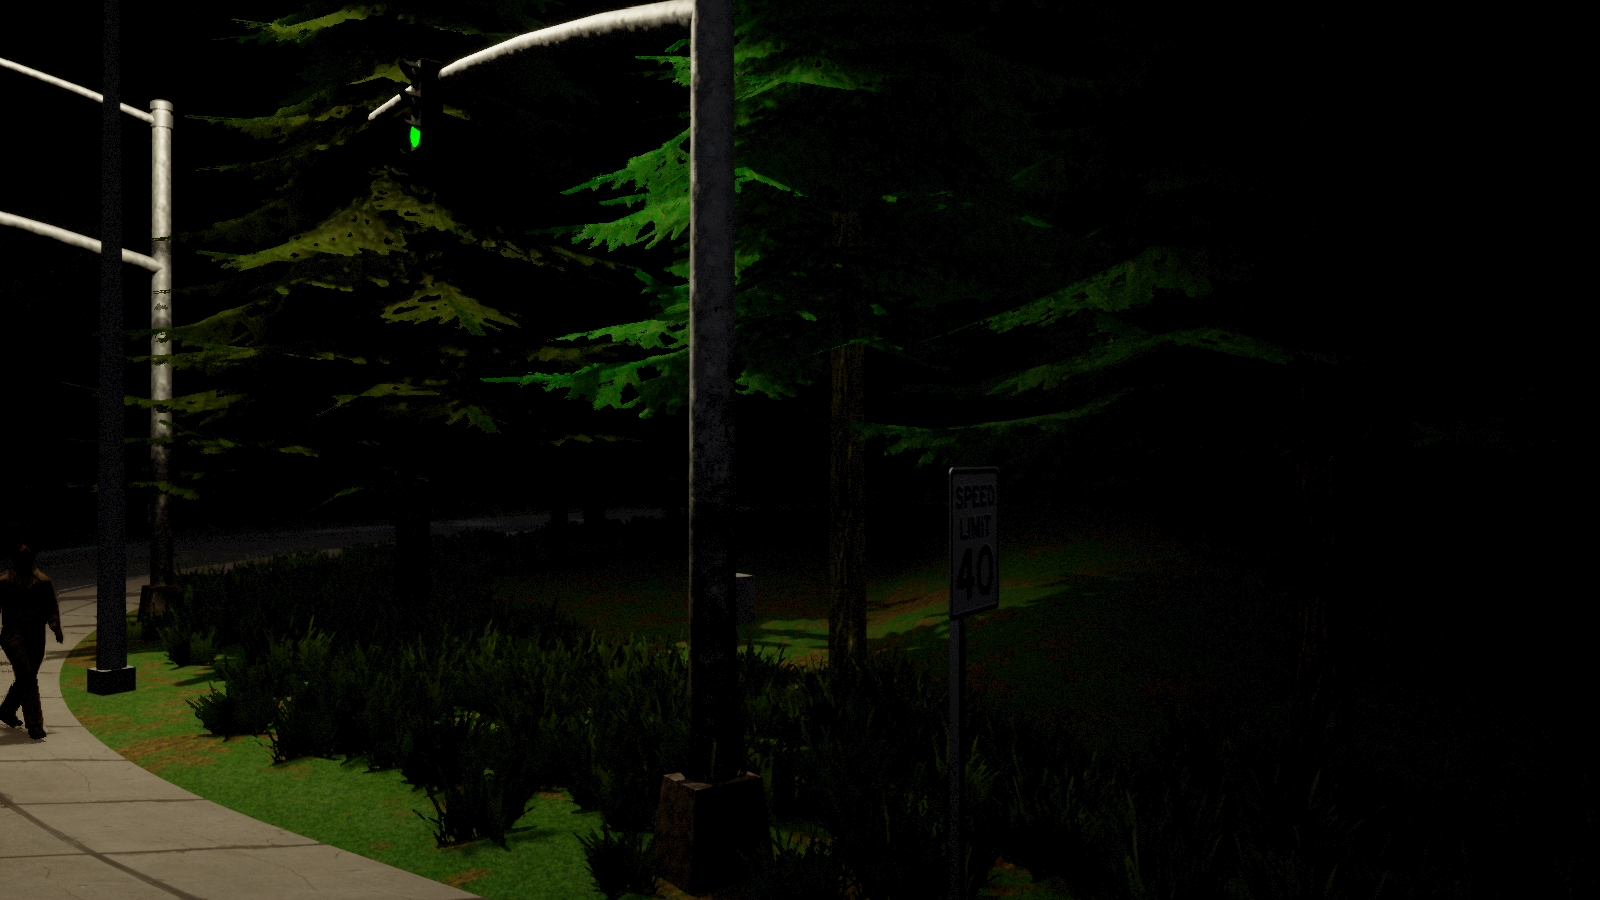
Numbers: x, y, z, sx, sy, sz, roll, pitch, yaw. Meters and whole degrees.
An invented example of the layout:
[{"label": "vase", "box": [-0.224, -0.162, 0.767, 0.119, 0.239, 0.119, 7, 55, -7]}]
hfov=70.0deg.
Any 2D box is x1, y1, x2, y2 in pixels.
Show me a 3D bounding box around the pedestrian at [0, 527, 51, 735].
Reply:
[{"label": "pedestrian", "box": [-7.284, 1.671, 10.681, 0.375, 1.860, 0.375, 0, 0, 38]}]
